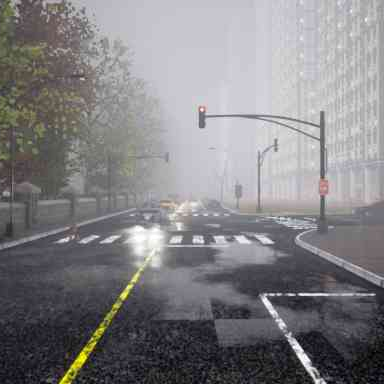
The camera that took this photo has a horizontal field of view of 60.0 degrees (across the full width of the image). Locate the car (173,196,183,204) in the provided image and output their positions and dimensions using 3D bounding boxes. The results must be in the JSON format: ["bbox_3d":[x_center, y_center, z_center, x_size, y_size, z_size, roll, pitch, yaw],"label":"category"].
[{"bbox_3d":[-2.812,1.545,68.569,1.837,1.490,4.892,0,1,0],"label":"car"}]

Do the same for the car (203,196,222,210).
[{"bbox_3d":[2.810,1.586,42.778,1.947,1.339,4.313,0,0,0],"label":"car"}]

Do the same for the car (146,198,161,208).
[{"bbox_3d":[-5.555,1.607,48.433,1.802,1.307,4.206,0,0,0],"label":"car"}]

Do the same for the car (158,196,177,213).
[{"bbox_3d":[-2.925,1.493,36.762,1.882,1.535,5.008,0,0,-2],"label":"car"}]

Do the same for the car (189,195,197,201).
[{"bbox_3d":[0.222,1.441,80.071,1.837,1.490,4.892,0,0,0],"label":"car"}]

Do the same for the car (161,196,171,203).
[{"bbox_3d":[-5.492,1.577,70.794,1.752,1.417,4.829,0,0,0],"label":"car"}]

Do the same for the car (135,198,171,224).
[{"bbox_3d":[-3.033,1.498,25.073,2.128,1.511,4.902,0,0,0],"label":"car"}]

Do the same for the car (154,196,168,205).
[{"bbox_3d":[-5.523,1.477,59.699,1.967,1.590,4.097,0,0,0],"label":"car"}]

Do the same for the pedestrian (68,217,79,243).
[{"bbox_3d":[-5.217,1.676,14.755,0.500,1.100,0.500,0,0,0],"label":"pedestrian"}]

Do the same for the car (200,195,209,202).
[{"bbox_3d":[2.904,1.501,76.573,1.967,1.590,4.097,0,0,0],"label":"car"}]

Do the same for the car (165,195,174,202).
[{"bbox_3d":[-5.460,1.510,82.227,1.967,1.590,4.097,0,0,0],"label":"car"}]

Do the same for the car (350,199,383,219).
[{"bbox_3d":[14.880,1.262,25.956,4.674,1.442,1.812,-1,0,0],"label":"car"}]

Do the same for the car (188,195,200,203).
[{"bbox_3d":[0.194,1.638,70.101,1.895,1.301,4.718,0,0,0],"label":"car"}]

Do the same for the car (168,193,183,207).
[{"bbox_3d":[-2.947,1.247,53.036,2.150,2.045,5.566,0,1,0],"label":"car"}]

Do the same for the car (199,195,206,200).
[{"bbox_3d":[2.950,1.641,93.469,2.008,1.369,4.403,0,0,0],"label":"car"}]

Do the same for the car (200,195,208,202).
[{"bbox_3d":[2.920,1.510,82.204,1.967,1.590,4.097,0,0,0],"label":"car"}]

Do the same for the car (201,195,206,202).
[{"bbox_3d":[2.841,1.597,54.043,1.947,1.339,4.313,0,0,0],"label":"car"}]

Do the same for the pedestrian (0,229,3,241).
[{"bbox_3d":[-8.454,1.147,14.166,0.375,1.860,0.375,0,0,0],"label":"pedestrian"}]

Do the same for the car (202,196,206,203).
[{"bbox_3d":[2.825,1.591,48.410,1.947,1.339,4.313,0,0,0],"label":"car"}]
